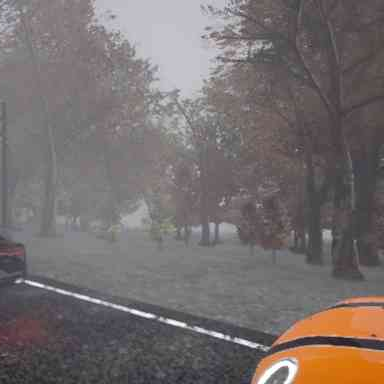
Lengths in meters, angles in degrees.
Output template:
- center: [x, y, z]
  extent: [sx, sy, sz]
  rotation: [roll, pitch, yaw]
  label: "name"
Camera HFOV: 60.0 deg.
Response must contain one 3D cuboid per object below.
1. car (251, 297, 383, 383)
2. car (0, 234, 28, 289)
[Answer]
- center: [2.559, 1.187, 1.905]
  extent: [4.553, 1.767, 2.097]
  rotation: [-5, -3, 36]
  label: "car"
- center: [-5.840, 1.497, 7.789]
  extent: [5.008, 1.535, 1.882]
  rotation: [-2, 1, 36]
  label: "car"
